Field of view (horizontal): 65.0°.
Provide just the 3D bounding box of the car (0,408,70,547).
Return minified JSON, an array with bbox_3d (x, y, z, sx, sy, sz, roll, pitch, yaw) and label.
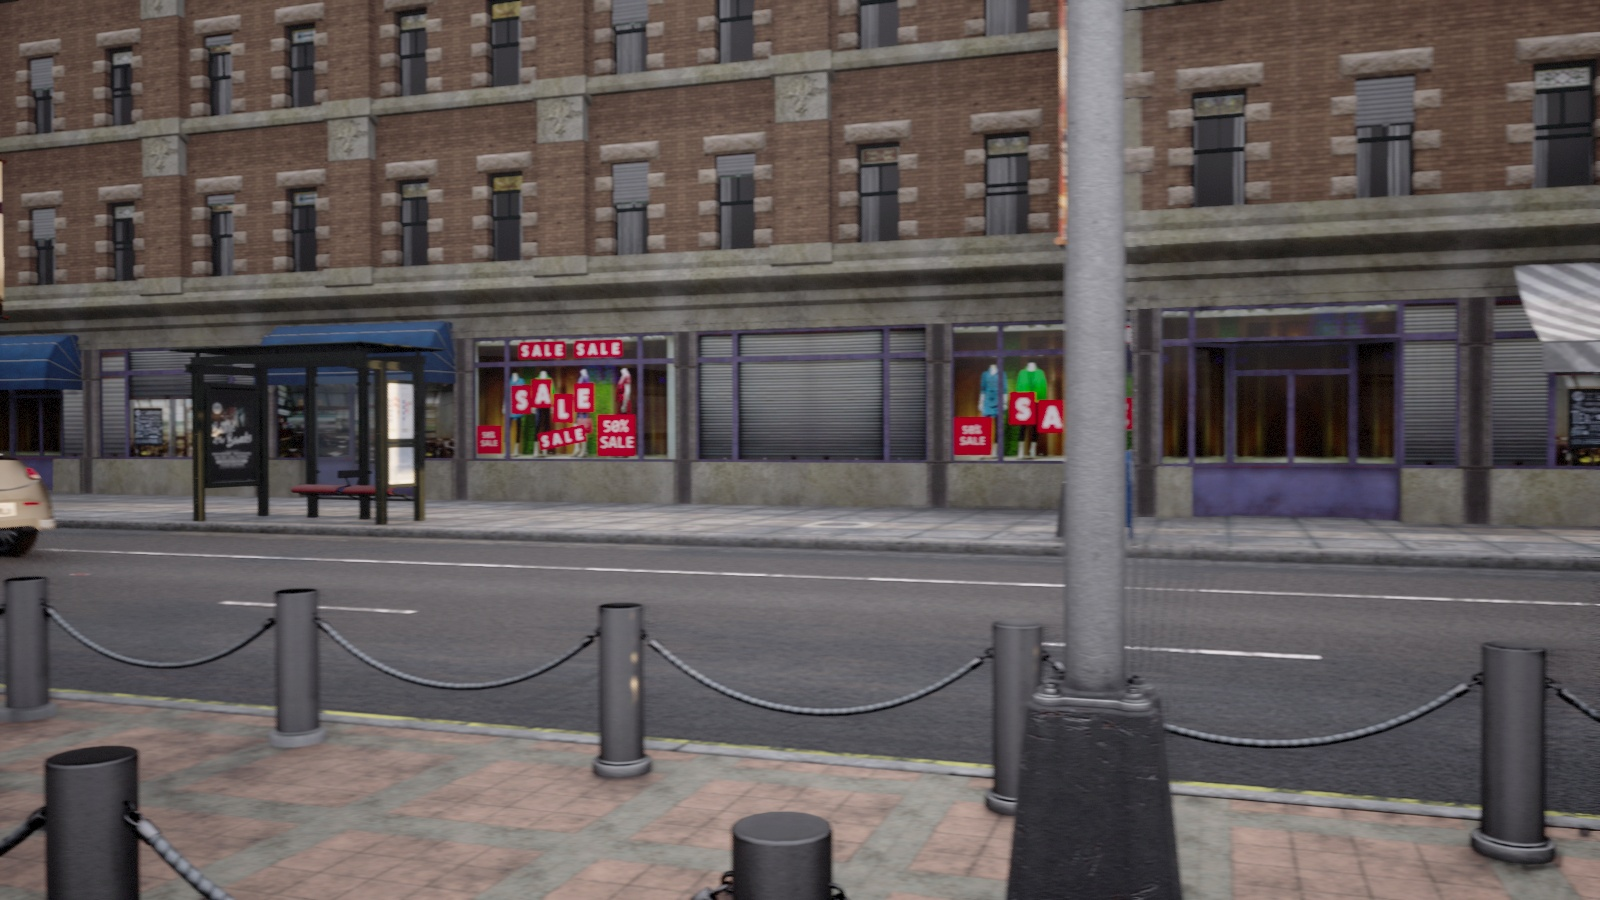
[{"bbox_3d":[-11.962,0.309,15.655,5.027,1.651,2.152,1,1,19],"label":"car"}]
